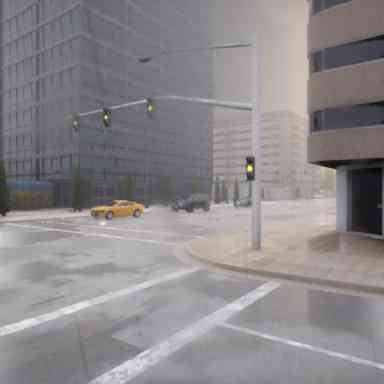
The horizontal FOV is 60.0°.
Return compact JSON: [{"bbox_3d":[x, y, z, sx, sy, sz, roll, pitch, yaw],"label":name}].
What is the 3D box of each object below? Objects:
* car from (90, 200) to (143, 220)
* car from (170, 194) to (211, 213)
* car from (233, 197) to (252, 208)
[{"bbox_3d":[-6.374,1.474,28.601,1.882,1.535,5.008,0,0,36],"label":"car"},{"bbox_3d":[-0.061,1.219,37.301,2.150,2.045,5.566,0,0,35],"label":"car"},{"bbox_3d":[7.737,1.488,48.014,2.128,1.511,4.902,0,0,36],"label":"car"}]
